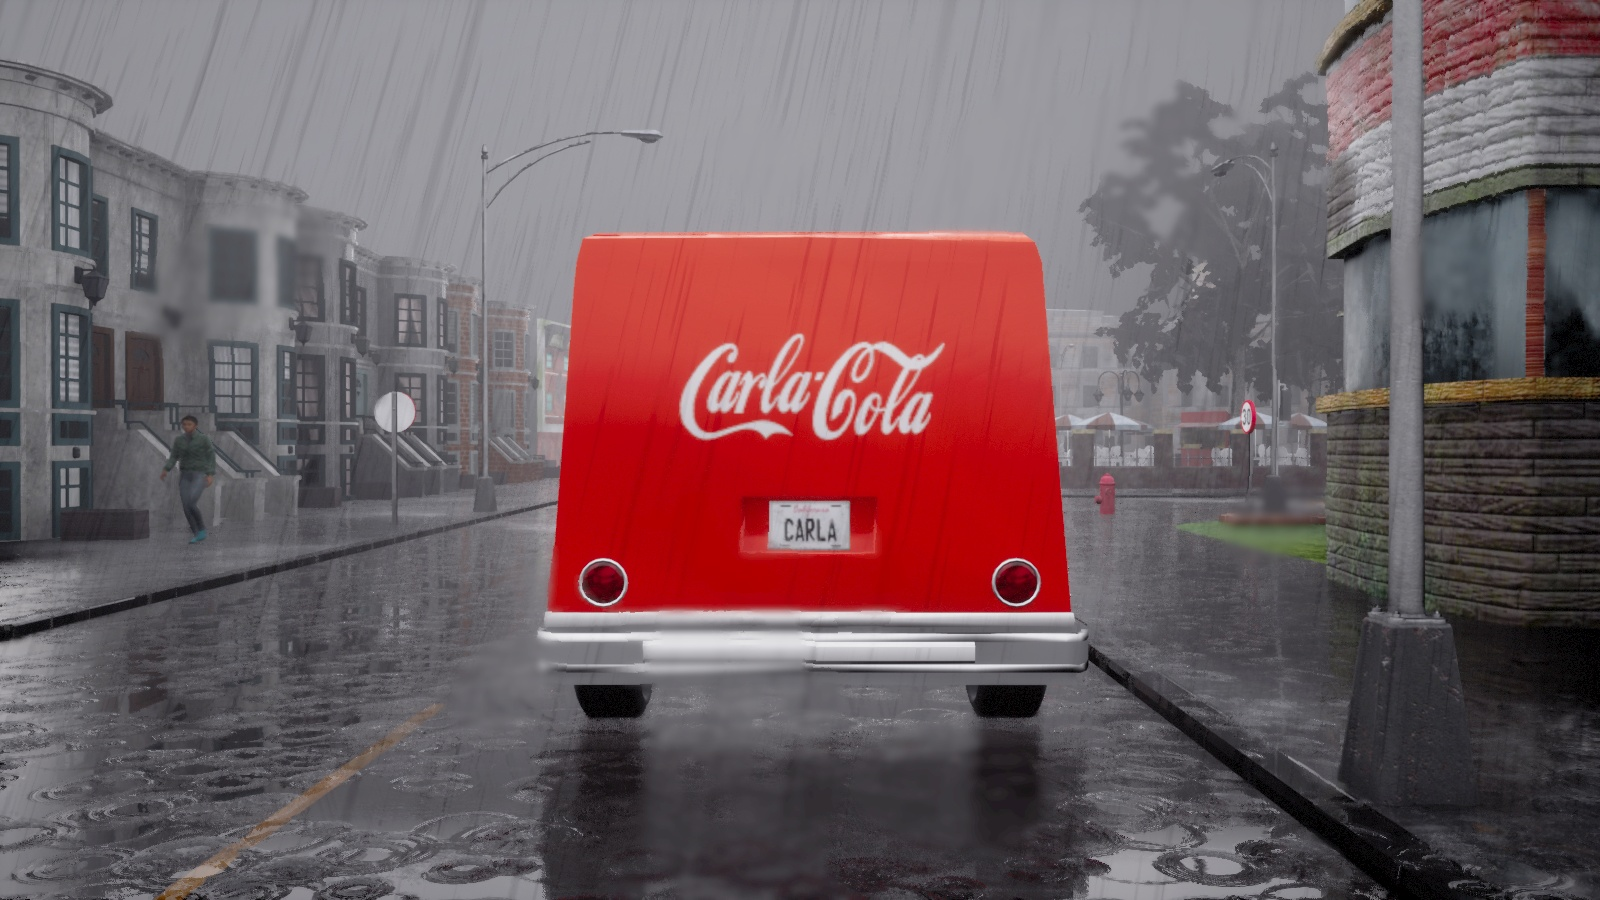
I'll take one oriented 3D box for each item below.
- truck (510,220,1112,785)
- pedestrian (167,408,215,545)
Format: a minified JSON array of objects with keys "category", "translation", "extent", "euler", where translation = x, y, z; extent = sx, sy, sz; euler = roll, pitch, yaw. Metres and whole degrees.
[{"category":"truck","translation":[0.060,0.214,8.087],"extent":[2.627,2.467,5.204],"euler":[0,0,0]},{"category":"pedestrian","translation":[-8.338,0.352,17.202],"extent":[0.353,1.847,0.614],"euler":[0,0,0]}]
